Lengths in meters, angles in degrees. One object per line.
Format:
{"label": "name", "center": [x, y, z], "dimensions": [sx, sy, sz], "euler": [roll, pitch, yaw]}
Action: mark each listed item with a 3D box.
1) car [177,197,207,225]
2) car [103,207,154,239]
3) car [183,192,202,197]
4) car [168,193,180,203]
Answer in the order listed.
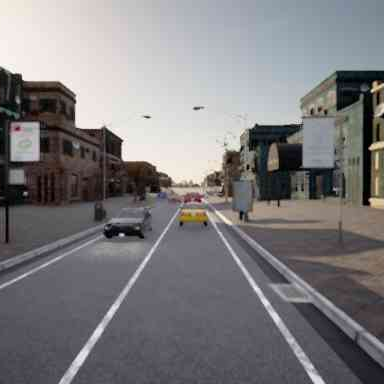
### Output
{"label": "car", "center": [0.091, 1.386, 23.397], "dimensions": [1.801, 1.575, 5.366], "euler": [0, 0, 0]}
{"label": "car", "center": [-3.108, 1.513, 17.360], "dimensions": [2.033, 1.411, 5.357], "euler": [0, 0, 0]}
{"label": "car", "center": [0.083, 1.011, 41.961], "dimensions": [2.150, 2.045, 5.566], "euler": [0, 0, 0]}
{"label": "car", "center": [-3.061, 1.008, 58.997], "dimensions": [2.097, 1.767, 4.553], "euler": [0, 0, 0]}
